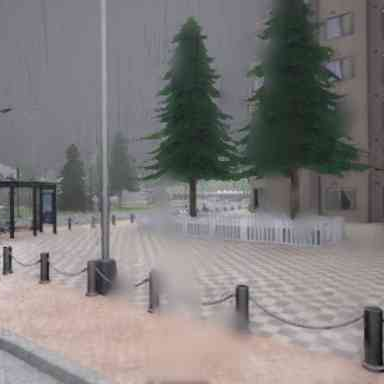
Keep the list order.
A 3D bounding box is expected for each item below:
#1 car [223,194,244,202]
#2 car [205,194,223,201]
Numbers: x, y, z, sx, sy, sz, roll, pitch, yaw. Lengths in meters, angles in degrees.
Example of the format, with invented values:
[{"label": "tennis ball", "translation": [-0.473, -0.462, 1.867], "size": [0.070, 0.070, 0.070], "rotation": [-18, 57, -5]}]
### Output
[{"label": "car", "translation": [10.439, 1.760, 84.092], "size": [3.633, 1.501, 1.845], "rotation": [-1, 0, 35]}, {"label": "car", "translation": [6.079, 1.841, 90.795], "size": [3.806, 1.475, 1.970], "rotation": [-1, 0, 35]}]
